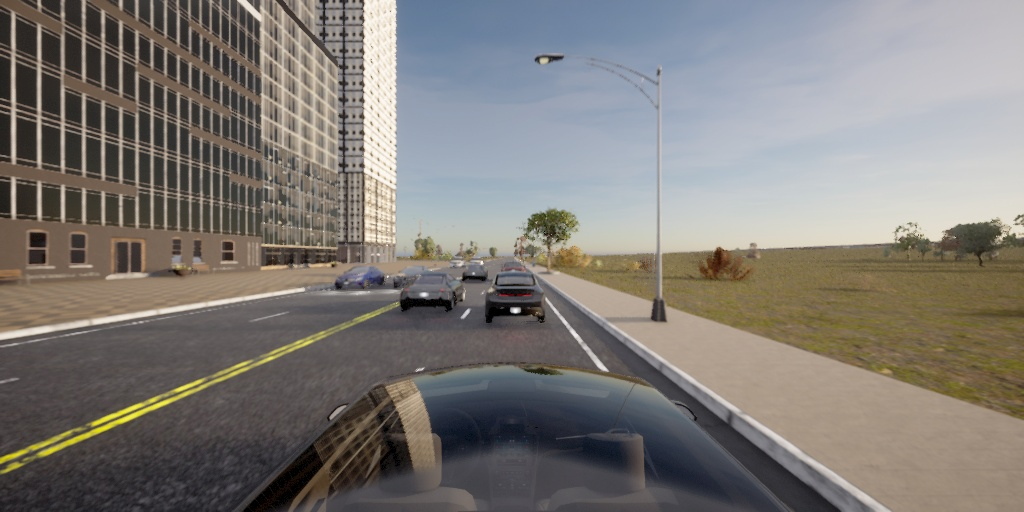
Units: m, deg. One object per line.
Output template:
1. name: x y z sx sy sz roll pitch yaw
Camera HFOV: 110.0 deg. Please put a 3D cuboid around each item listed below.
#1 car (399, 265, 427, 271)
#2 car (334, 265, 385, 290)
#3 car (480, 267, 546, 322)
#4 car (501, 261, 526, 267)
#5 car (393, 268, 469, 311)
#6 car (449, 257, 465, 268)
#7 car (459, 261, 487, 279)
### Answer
1. car: -6.599 1.358 24.434 1.812 1.442 4.674 0 0 0
2. car: -9.849 1.355 23.642 1.812 1.442 4.674 0 0 0
3. car: 0.100 1.294 12.518 1.837 1.490 4.892 0 0 0
4. car: 0.100 1.206 30.563 2.097 1.767 4.553 0 0 0
5. car: -3.150 1.361 14.837 1.994 1.385 4.181 0 0 0
6. car: -9.769 1.198 64.518 2.150 2.045 5.566 0 0 0
7. car: -3.151 1.421 31.463 1.994 1.385 4.181 0 0 0
